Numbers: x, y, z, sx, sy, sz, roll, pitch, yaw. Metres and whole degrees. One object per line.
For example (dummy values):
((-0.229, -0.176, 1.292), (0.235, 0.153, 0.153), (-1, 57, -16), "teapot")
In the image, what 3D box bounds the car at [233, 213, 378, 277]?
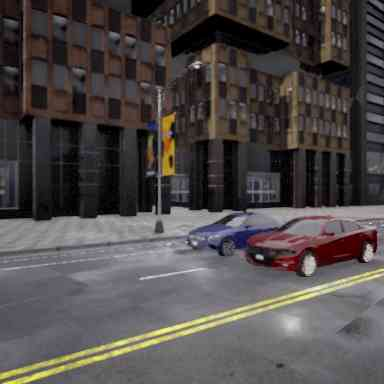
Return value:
((3.867, 1.493, 10.452), (5.008, 1.535, 1.882), (0, 0, -35), "car")

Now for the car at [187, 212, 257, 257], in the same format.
((1.998, 1.541, 13.098), (4.674, 1.442, 1.812), (0, 0, -35), "car")
